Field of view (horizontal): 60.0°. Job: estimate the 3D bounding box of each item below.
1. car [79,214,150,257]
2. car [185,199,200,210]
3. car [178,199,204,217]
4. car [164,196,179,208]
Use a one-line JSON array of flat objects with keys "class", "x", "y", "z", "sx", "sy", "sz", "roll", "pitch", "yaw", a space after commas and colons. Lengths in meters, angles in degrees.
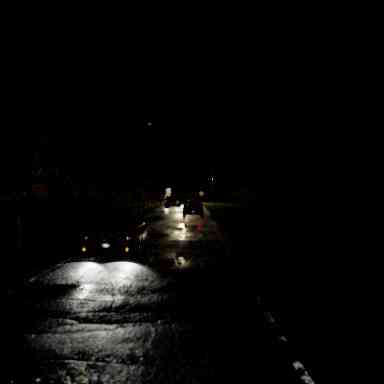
[{"class": "car", "x": -2.829, "y": 1.572, "z": 12.903, "sx": 1.994, "sy": 1.385, "sz": 4.181, "roll": 0, "pitch": 0, "yaw": 0}, {"class": "car", "x": 0.106, "y": 1.609, "z": 45.152, "sx": 1.895, "sy": 1.301, "sz": 4.718, "roll": 0, "pitch": 0, "yaw": 0}, {"class": "car", "x": 0.101, "y": 1.506, "z": 31.339, "sx": 2.128, "sy": 1.511, "sz": 4.902, "roll": 0, "pitch": 0, "yaw": 0}, {"class": "car", "x": -2.763, "y": 1.357, "z": 47.430, "sx": 2.097, "sy": 1.767, "sz": 4.553, "roll": 0, "pitch": 0, "yaw": 1}]
